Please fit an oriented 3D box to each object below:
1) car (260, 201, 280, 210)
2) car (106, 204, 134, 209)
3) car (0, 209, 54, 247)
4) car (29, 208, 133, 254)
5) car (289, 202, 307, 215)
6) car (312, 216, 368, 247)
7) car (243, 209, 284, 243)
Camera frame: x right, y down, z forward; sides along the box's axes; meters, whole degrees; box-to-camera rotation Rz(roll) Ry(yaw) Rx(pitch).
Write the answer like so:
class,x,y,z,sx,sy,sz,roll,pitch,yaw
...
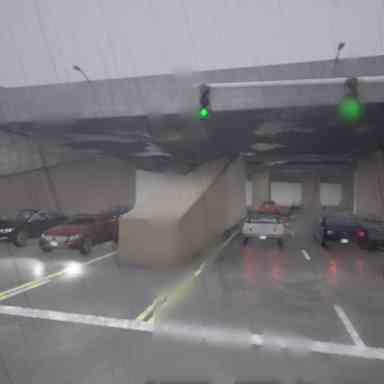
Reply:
class,x,y,z,sx,sy,sz,roll,pitch,yaw
car,10.317,1.919,43.914,2.097,1.767,4.553,1,-1,22
car,-5.496,1.673,24.663,2.128,1.511,4.902,1,-1,13
car,-7.634,1.556,15.634,2.128,1.511,4.902,1,-1,13
car,-4.391,1.615,14.139,1.812,1.442,4.674,1,-1,13
car,13.667,2.092,42.897,2.128,1.511,4.902,0,-1,23
car,7.180,1.857,16.646,1.895,1.301,4.718,1,-1,13
car,3.793,1.824,17.531,1.895,1.301,4.718,1,-1,13
